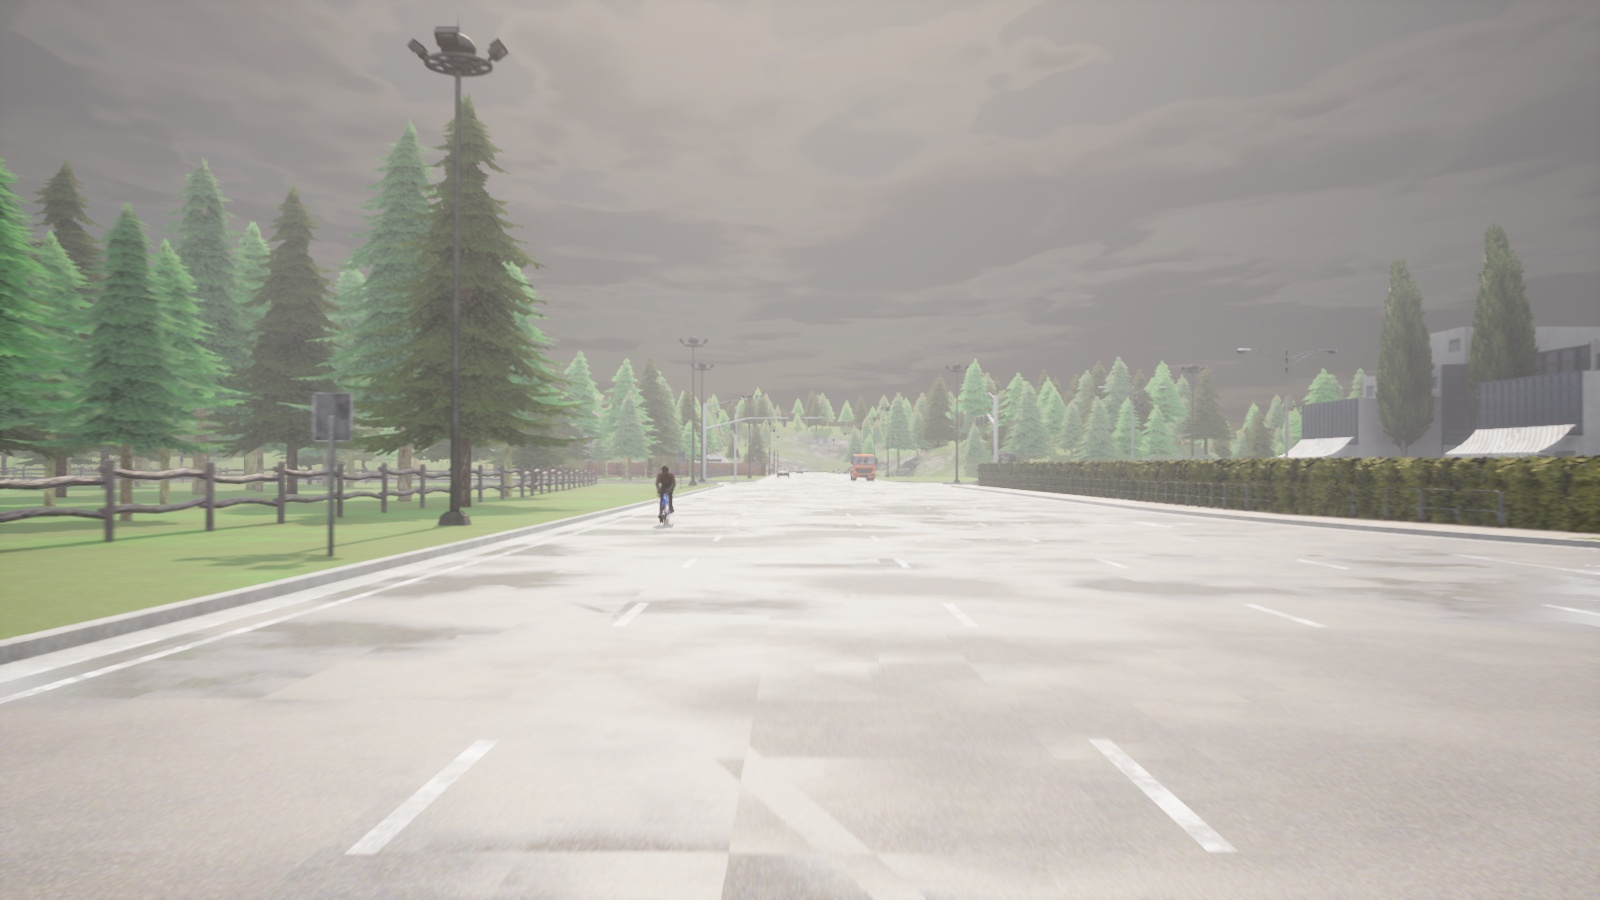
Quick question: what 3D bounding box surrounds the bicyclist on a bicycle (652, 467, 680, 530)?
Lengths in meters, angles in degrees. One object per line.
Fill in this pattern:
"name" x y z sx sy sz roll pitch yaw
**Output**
"bicyclist on a bicycle" -3.578 1.280 33.699 0.582 1.620 1.656 0 0 0
